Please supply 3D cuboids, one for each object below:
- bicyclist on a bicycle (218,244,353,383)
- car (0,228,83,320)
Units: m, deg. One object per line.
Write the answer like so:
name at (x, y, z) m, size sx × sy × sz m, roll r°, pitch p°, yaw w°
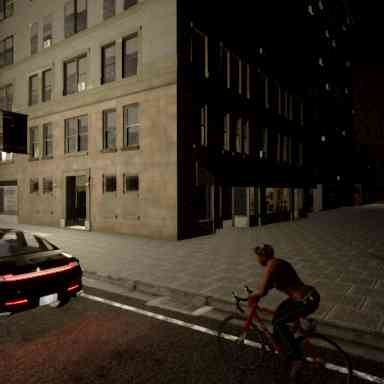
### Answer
bicyclist on a bicycle at (1.008, 1.453, 3.944) m, size 1.656 × 1.620 × 0.582 m, roll 0°, pitch 0°, yaw 36°
car at (-4.236, 1.493, 6.710) m, size 4.902 × 1.511 × 2.128 m, roll 0°, pitch 0°, yaw 36°
